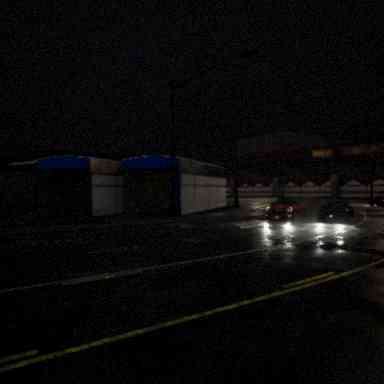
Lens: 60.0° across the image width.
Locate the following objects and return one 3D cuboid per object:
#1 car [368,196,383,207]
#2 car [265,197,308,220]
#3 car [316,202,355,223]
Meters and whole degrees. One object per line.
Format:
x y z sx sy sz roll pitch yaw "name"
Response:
23.444 1.116 40.974 1.994 1.385 4.181 0 0 6 "car"
7.188 1.170 25.181 2.097 1.767 4.553 0 0 33 "car"
10.104 1.362 23.244 1.994 1.385 4.181 0 0 33 "car"
